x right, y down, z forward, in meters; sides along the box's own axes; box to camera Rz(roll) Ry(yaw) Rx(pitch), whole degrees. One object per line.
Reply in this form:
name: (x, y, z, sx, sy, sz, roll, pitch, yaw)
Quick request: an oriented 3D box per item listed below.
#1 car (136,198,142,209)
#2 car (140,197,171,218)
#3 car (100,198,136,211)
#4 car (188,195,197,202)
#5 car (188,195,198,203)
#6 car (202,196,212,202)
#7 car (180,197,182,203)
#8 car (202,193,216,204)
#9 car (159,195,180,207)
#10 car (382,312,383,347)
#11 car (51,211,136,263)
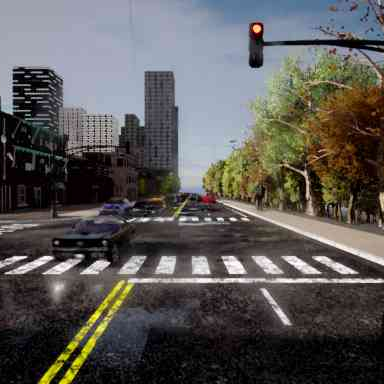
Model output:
car: (-6.533, 1.549, 44.993, 1.994, 1.385, 4.181, 0, 0, 0)
car: (-3.305, 1.496, 30.586, 1.837, 1.490, 4.892, 0, 0, 0)
car: (-6.559, 1.344, 29.116, 2.097, 1.767, 4.553, 0, 0, 0)
car: (0.115, 1.446, 76.495, 1.882, 1.535, 5.008, 0, 0, 0)
car: (0.196, 1.466, 66.188, 2.128, 1.511, 4.902, 0, 0, 0)
car: (3.361, 1.522, 75.874, 1.994, 1.385, 4.181, 0, 0, 0)
car: (-3.150, 1.482, 69.399, 1.837, 1.490, 4.892, 0, 0, 0)
car: (3.441, 1.196, 65.290, 2.150, 2.045, 5.566, 0, 0, 1)
car: (-3.272, 1.334, 50.137, 2.097, 1.767, 4.553, 0, 0, 0)
car: (3.355, 1.491, 2.342, 2.128, 1.511, 4.902, 0, 0, 0)
car: (-3.332, 1.598, 12.113, 1.895, 1.301, 4.718, 0, 0, 0)
